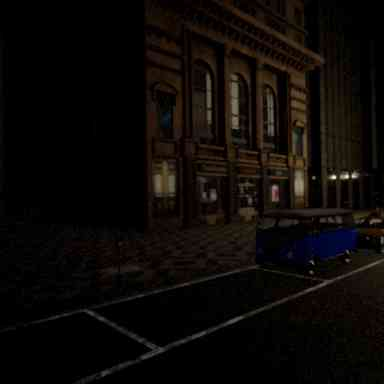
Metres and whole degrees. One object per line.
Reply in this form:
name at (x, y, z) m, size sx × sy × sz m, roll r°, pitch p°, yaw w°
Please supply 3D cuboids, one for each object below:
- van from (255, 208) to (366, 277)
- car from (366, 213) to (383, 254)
van at (3.632, 1.429, 10.357) m, size 3.998 × 1.788 × 1.690 m, roll 0°, pitch -1°, yaw -42°
car at (7.649, 1.593, 14.013) m, size 4.829 × 1.417 × 1.752 m, roll 0°, pitch -1°, yaw -42°
